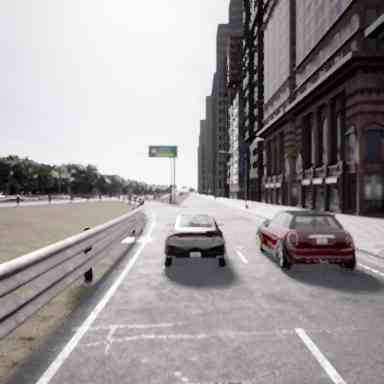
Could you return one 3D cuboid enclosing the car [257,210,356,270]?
[{"bbox_3d":[3.600,1.380,11.324,2.097,1.767,4.553,0,0,0],"label":"car"}]

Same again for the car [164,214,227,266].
[{"bbox_3d":[0.103,1.518,11.579,2.128,1.511,4.902,0,0,0],"label":"car"}]

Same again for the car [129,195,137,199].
[{"bbox_3d":[-16.142,1.508,91.482,2.128,1.511,4.902,0,0,-16],"label":"car"}]
